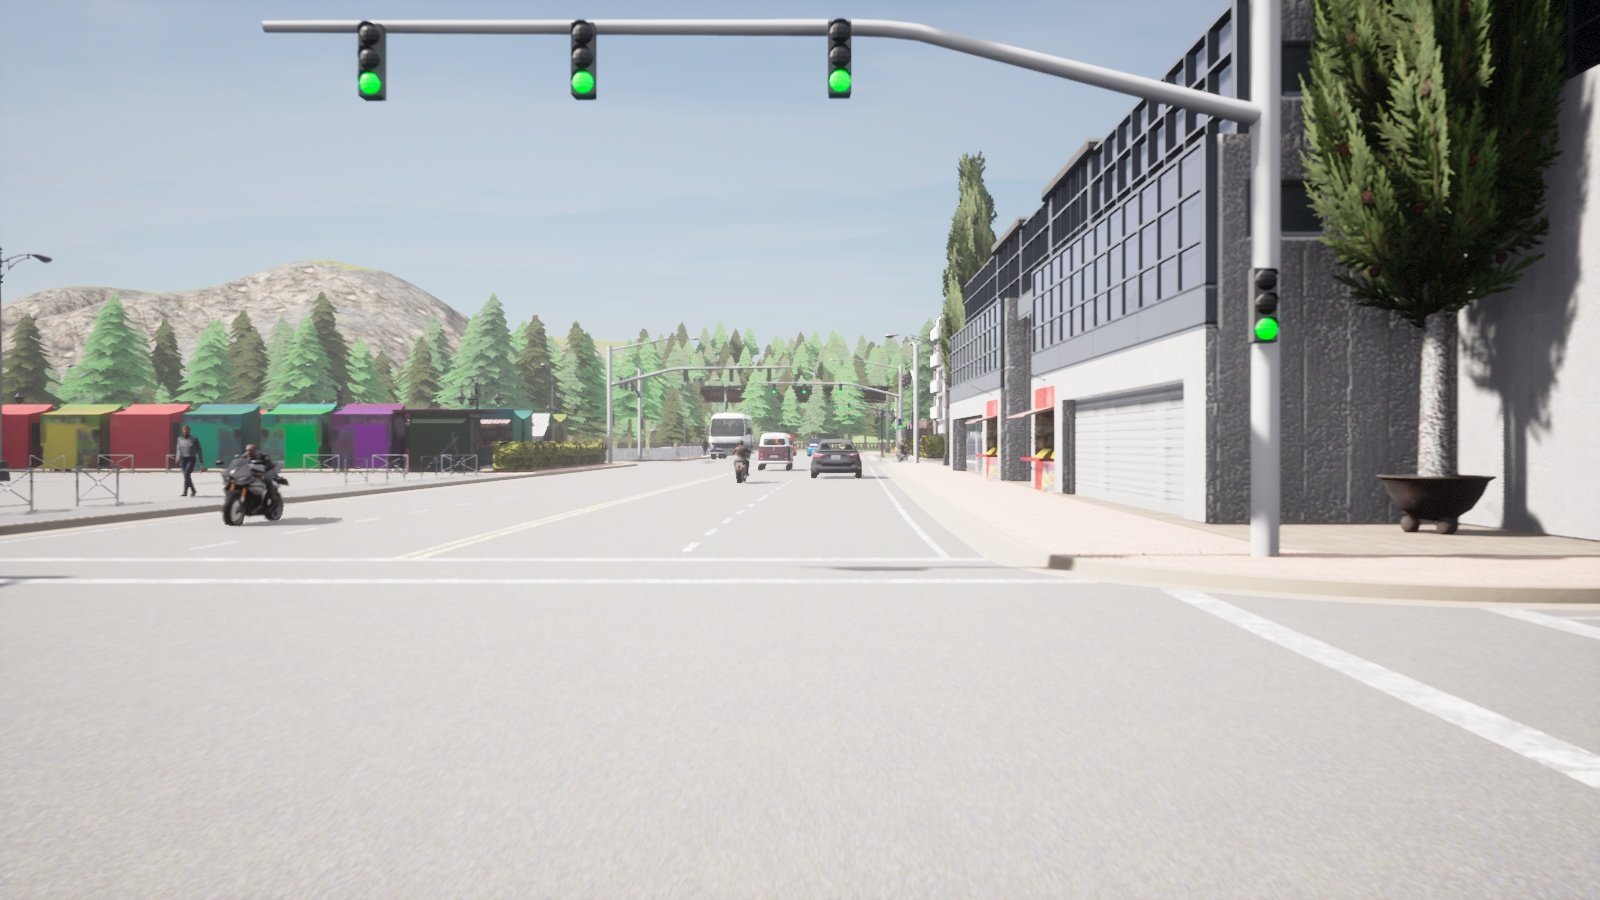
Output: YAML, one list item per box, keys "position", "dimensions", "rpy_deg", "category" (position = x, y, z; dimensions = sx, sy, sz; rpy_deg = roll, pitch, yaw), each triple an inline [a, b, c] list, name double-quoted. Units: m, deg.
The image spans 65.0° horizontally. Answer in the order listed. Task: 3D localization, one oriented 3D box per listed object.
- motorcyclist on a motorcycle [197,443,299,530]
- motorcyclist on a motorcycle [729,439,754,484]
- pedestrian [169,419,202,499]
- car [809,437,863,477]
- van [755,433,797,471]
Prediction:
- position: [-10.172, 0.643, 23.232]
  dimensions: [0.866, 1.530, 2.191]
  rpy_deg: [0, 0, 2]
  category: "motorcyclist on a motorcycle"
- position: [-2.196, 0.429, 47.460]
  dimensions: [0.766, 1.649, 2.350]
  rpy_deg: [0, 0, 2]
  category: "motorcyclist on a motorcycle"
- position: [-15.148, 0.219, 30.960]
  dimensions: [0.423, 1.949, 0.788]
  rpy_deg: [0, 0, 2]
  category: "pedestrian"
- position: [1.609, 0.284, 54.781]
  dimensions: [2.242, 1.667, 4.611]
  rpy_deg: [0, 0, 2]
  category: "car"
- position: [-1.299, 0.080, 69.185]
  dimensions: [2.069, 2.038, 4.480]
  rpy_deg: [0, 0, 2]
  category: "van"
